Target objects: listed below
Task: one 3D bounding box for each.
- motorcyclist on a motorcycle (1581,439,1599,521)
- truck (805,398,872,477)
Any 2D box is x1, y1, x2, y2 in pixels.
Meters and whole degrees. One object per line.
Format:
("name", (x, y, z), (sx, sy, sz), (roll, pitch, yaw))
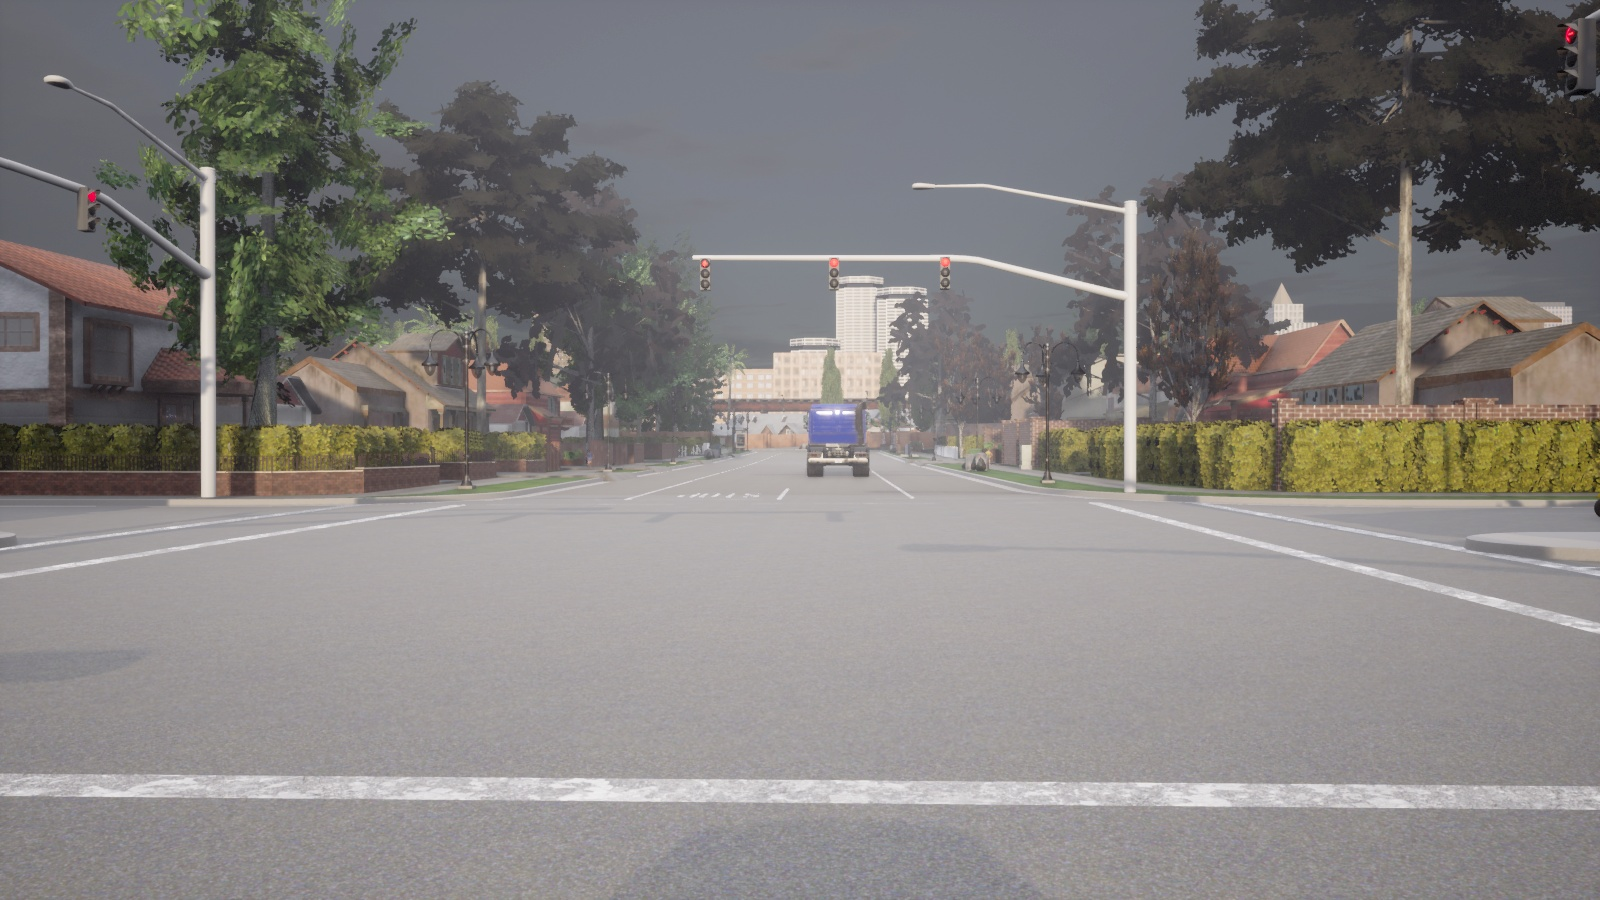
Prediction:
("motorcyclist on a motorcycle", (16.364, 0.575, 24.398), (1.817, 1.590, 0.866), (0, 0, 1))
("truck", (1.753, -0.565, 58.642), (2.891, 3.462, 7.936), (0, 0, 1))
